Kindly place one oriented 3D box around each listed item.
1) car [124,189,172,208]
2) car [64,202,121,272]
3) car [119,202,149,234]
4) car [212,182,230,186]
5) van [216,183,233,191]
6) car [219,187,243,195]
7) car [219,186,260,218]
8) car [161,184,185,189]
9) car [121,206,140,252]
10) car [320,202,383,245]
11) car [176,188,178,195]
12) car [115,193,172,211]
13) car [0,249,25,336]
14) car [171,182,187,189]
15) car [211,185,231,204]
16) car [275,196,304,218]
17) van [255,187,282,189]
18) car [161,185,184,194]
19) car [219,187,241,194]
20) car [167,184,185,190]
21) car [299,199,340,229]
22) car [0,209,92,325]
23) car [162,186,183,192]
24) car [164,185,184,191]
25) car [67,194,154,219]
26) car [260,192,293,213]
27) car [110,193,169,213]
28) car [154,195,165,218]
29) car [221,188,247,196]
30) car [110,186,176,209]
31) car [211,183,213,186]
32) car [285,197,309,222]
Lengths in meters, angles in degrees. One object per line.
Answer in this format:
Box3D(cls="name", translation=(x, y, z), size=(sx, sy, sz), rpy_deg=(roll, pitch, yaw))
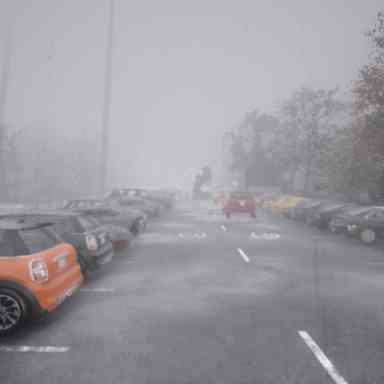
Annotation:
Box3D(cls="car", translation=(-4.419, 0.640, 33.940), size=(4.553, 1.767, 2.185), rpy_deg=(0, 2, 0))
Box3D(cls="car", translation=(-4.487, 1.282, 8.866), size=(4.553, 1.767, 2.185), rpy_deg=(0, 1, 0))
Box3D(cls="car", translation=(-4.533, 1.359, 14.443), size=(4.792, 1.488, 2.163), rpy_deg=(0, 1, 0))
Box3D(cls="car", translation=(8.495, -1.055, 83.118), size=(5.566, 2.045, 2.435), rpy_deg=(0, 3, 0))
Box3D(cls="van", translation=(8.594, -1.309, 88.776), size=(4.442, 1.987, 1.878), rpy_deg=(0, 3, 0))
Box3D(cls="car", translation=(8.413, -0.223, 72.066), size=(4.792, 1.488, 2.163), rpy_deg=(0, 3, 0))
Box3D(cls="car", translation=(3.617, 0.824, 26.292), size=(2.150, 2.045, 5.566), rpy_deg=(0, 2, 1))
Box3D(cls="car", translation=(-4.632, -0.311, 72.094), size=(5.008, 1.535, 2.097), rpy_deg=(0, 3, 0))
Box3D(cls="car", translation=(-4.482, 1.402, 11.655), size=(4.792, 1.488, 2.163), rpy_deg=(0, 1, 0))
Box3D(cls="car", translation=(8.570, 1.388, 14.459), size=(4.892, 1.521, 2.231), rpy_deg=(0, 1, 0))
Box3D(cls="car", translation=(-4.464, 0.559, 39.511), size=(4.792, 1.488, 2.163), rpy_deg=(0, 2, 0))
Box3D(cls="car", translation=(-4.464, 0.875, 31.168), size=(5.008, 1.535, 2.097), rpy_deg=(0, 2, 0))
Box3D(cls="car", translation=(-4.531, 1.488, 3.300), size=(4.674, 1.452, 2.002), rpy_deg=(0, 0, 0))
Box3D(cls="car", translation=(-4.602, -0.700, 74.854), size=(5.566, 2.045, 2.435), rpy_deg=(0, 3, 0))
Box3D(cls="car", translation=(3.628, 0.435, 39.563), size=(2.097, 1.767, 4.553), rpy_deg=(0, 2, 0))
Box3D(cls="car", translation=(8.570, 1.233, 22.957), size=(4.792, 1.488, 2.163), rpy_deg=(0, 2, 0))
Box3D(cls="van", translation=(8.519, 0.360, 39.550), size=(4.442, 1.987, 1.878), rpy_deg=(0, 2, 0))
Box3D(cls="car", translation=(-4.672, -0.143, 69.323), size=(4.792, 1.488, 2.163), rpy_deg=(0, 3, 0))
Box3D(cls="car", translation=(8.445, -0.350, 74.833), size=(4.674, 1.452, 2.002), rpy_deg=(0, 3, 0))
Box3D(cls="car", translation=(-4.599, -1.397, 94.266), size=(4.892, 1.521, 2.231), rpy_deg=(0, 3, 0))
Box3D(cls="car", translation=(8.578, 1.333, 17.377), size=(5.008, 1.535, 2.097), rpy_deg=(0, 1, 0))
Box3D(cls="car", translation=(-4.494, 1.306, 6.086), size=(4.553, 1.767, 2.185), rpy_deg=(0, 0, 0))
Box3D(cls="car", translation=(-4.614, -0.725, 80.413), size=(4.892, 1.521, 2.231), rpy_deg=(0, 3, 0))
Box3D(cls="car", translation=(-4.789, -1.149, 88.852), size=(5.366, 1.575, 1.946), rpy_deg=(0, 3, 0))
Box3D(cls="car", translation=(-4.527, 1.153, 17.227), size=(4.553, 1.767, 2.185), rpy_deg=(0, 1, 0))
Box3D(cls="car", translation=(8.799, 1.031, 28.405), size=(5.366, 1.575, 1.946), rpy_deg=(0, 2, 0))
Box3D(cls="car", translation=(-4.480, 1.070, 25.588), size=(4.892, 1.521, 2.231), rpy_deg=(0, 2, 0))
Box3D(cls="car", translation=(-4.511, 1.179, 22.811), size=(4.792, 1.488, 2.163), rpy_deg=(0, 1, 0))
Box3D(cls="car", translation=(8.427, 0.018, 66.654), size=(5.008, 1.535, 2.097), rpy_deg=(0, 3, 0))
Box3D(cls="car", translation=(-4.436, 0.726, 28.367), size=(5.566, 2.045, 2.435), rpy_deg=(0, 2, 0))
Box3D(cls="car", translation=(8.510, -1.187, 91.556), size=(4.792, 1.488, 2.163), rpy_deg=(0, 3, 0))
Box3D(cls="car", translation=(8.586, 1.272, 20.166), size=(5.008, 1.535, 2.097), rpy_deg=(0, 1, 0))
